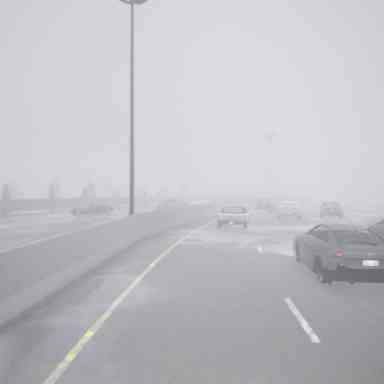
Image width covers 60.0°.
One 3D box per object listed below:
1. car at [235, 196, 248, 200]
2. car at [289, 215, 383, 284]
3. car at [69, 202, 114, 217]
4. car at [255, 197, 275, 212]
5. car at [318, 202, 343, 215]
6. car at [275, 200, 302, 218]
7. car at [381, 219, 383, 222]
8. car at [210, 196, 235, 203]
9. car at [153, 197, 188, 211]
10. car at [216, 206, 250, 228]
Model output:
[{"bbox_3d":[9.748,1.511,67.575,2.128,1.511,4.902,0,0,37],"label":"car"},{"bbox_3d":[4.228,1.571,9.484,1.994,1.385,4.181,0,0,6],"label":"car"},{"bbox_3d":[-9.340,1.587,31.269,1.895,1.301,4.718,0,0,17],"label":"car"},{"bbox_3d":[8.946,1.366,39.457,2.097,1.767,4.553,0,0,24],"label":"car"},{"bbox_3d":[12.406,1.567,29.787,2.033,1.411,5.357,0,0,20],"label":"car"},{"bbox_3d":[8.758,1.540,29.802,1.812,1.442,4.674,0,0,19],"label":"car"},{"bbox_3d":[8.138,1.577,12.625,1.994,1.385,4.181,0,0,8],"label":"car"},{"bbox_3d":[4.744,1.485,54.267,1.882,1.535,5.008,0,0,32],"label":"car"},{"bbox_3d":[-1.970,1.350,31.284,2.097,1.767,4.553,0,0,18],"label":"car"},{"bbox_3d":[2.908,1.606,22.427,1.895,1.301,4.718,0,0,13],"label":"car"}]
